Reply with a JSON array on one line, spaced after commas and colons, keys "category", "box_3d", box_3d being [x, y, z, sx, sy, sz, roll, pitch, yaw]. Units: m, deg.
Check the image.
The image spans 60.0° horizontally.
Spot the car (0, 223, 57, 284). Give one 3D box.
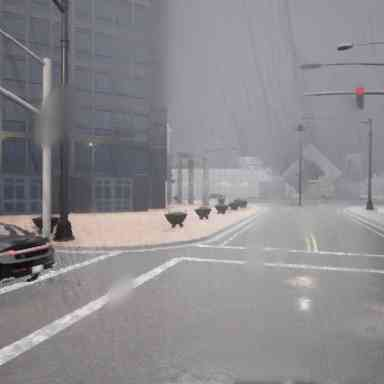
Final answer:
[{"category": "car", "box_3d": [-5.659, 1.457, 7.975, 4.902, 1.511, 2.128, 0, 0, 18]}]

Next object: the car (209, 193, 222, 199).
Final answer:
[{"category": "car", "box_3d": [5.715, 1.165, 89.700, 4.892, 1.490, 1.837, 0, 0, -3]}]
